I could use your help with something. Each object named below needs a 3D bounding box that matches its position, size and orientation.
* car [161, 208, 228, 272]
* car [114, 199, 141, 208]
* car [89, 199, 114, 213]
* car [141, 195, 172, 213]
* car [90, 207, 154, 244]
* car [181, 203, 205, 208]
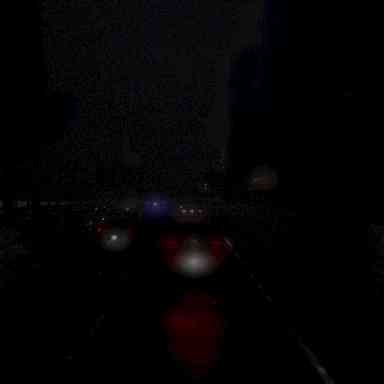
[{"bbox_3d":[0.078,1.512,10.850,1.837,1.490,4.892,0,0,0],"label":"car"},{"bbox_3d":[-6.585,1.534,36.306,2.128,1.511,4.902,0,0,0],"label":"car"},{"bbox_3d":[-9.835,1.548,36.584,1.837,1.490,4.892,0,-1,0],"label":"car"},{"bbox_3d":[-3.144,1.255,31.830,2.150,2.045,5.566,0,0,0],"label":"car"},{"bbox_3d":[-3.152,1.611,15.909,1.895,1.301,4.718,0,0,0],"label":"car"},{"bbox_3d":[0.092,1.573,27.451,2.033,1.411,5.357,0,0,0],"label":"car"}]
